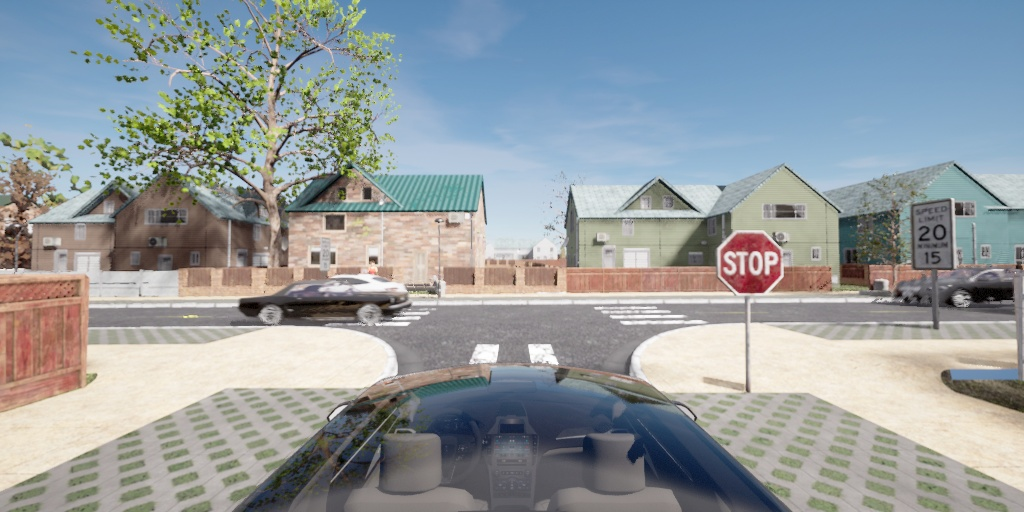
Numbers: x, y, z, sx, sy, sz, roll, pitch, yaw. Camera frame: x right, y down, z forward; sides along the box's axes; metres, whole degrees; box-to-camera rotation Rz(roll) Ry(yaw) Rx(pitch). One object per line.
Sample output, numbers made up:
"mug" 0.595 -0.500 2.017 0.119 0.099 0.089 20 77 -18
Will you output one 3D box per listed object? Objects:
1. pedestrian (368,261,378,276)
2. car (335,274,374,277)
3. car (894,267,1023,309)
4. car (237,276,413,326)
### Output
"pedestrian" -6.707 1.143 17.196 0.375 1.860 0.375 0 -1 1
"car" -6.580 1.446 14.273 4.674 1.442 1.812 -1 -2 1
"car" 17.876 1.194 13.947 4.902 1.511 2.128 0 -2 1
"car" -5.659 1.431 11.311 4.718 1.301 1.895 -1 -2 1
